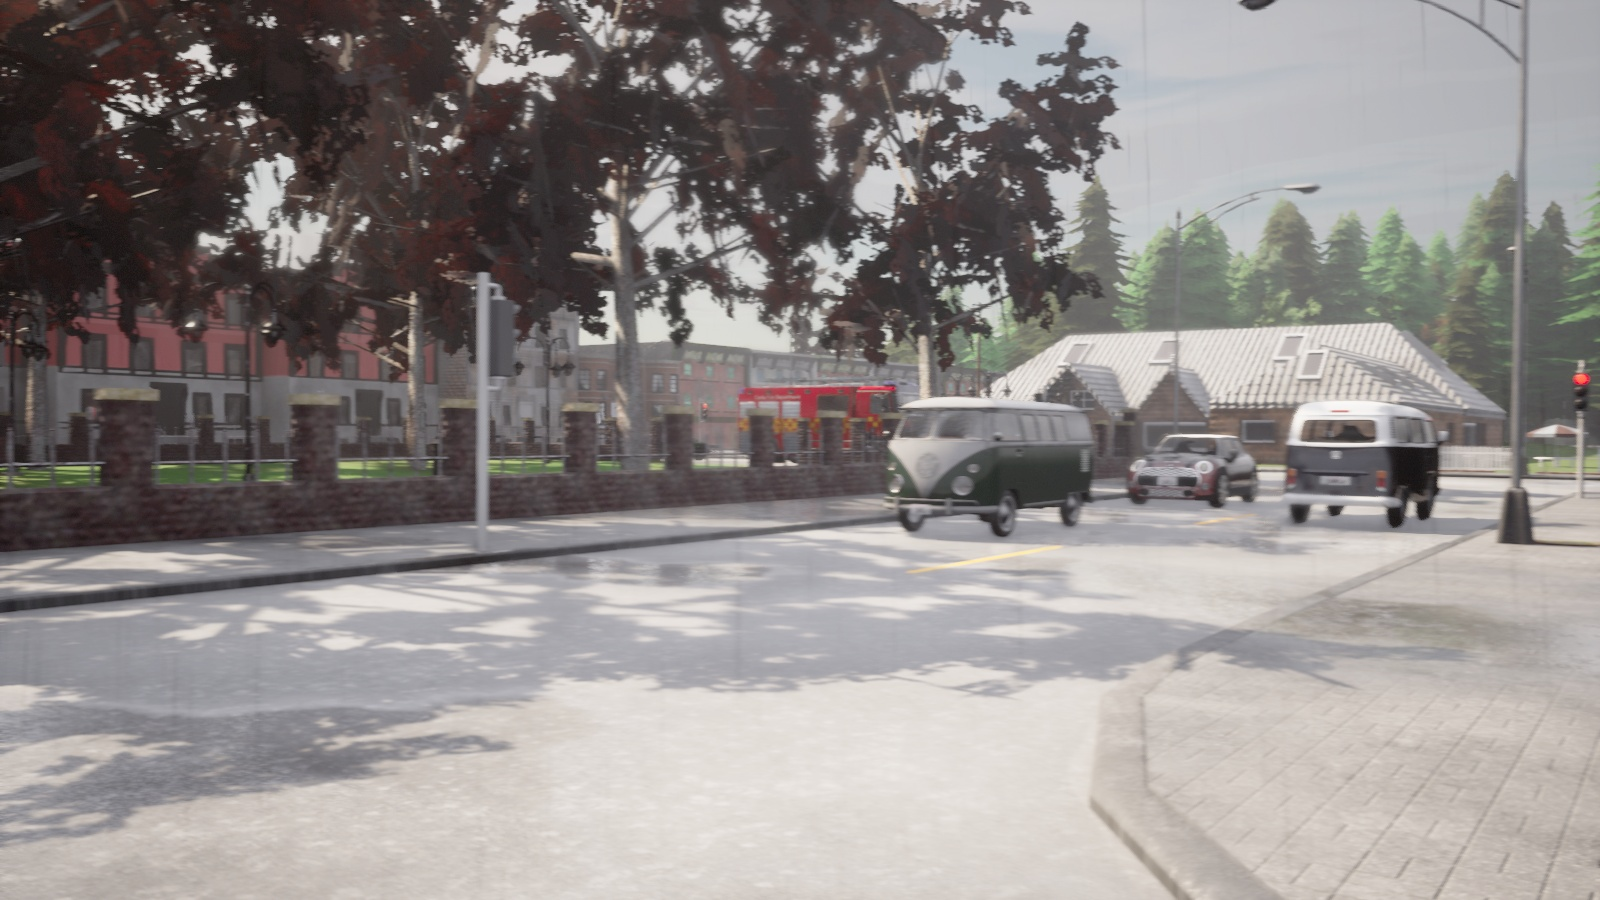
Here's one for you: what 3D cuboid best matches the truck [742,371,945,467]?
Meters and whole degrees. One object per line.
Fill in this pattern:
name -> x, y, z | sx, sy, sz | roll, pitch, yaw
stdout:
truck -> 1.765, -1.268, 54.063 | 8.468, 3.827, 2.891 | 0, 1, 35

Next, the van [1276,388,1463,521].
van -> 9.909, 0.030, 21.657 | 2.069, 2.038, 4.480 | 0, 1, 36

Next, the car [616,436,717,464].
car -> -6.396, -0.013, 59.966 | 4.718, 1.301, 1.895 | 0, 1, 35

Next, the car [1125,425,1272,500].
car -> 8.515, 0.211, 26.651 | 1.970, 1.475, 3.806 | 0, 1, 34

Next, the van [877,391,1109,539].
van -> 3.069, 0.164, 19.162 | 1.775, 1.987, 4.442 | 0, 1, 34
